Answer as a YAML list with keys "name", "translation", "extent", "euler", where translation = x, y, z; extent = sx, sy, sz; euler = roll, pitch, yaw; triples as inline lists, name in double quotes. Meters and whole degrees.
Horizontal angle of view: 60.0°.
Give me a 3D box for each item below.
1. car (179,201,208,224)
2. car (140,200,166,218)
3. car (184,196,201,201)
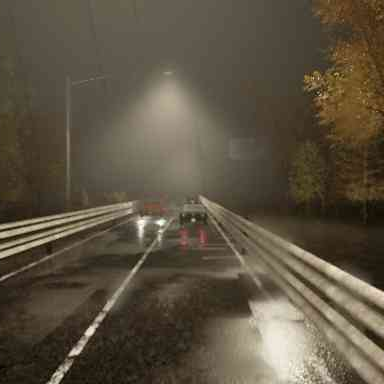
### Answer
- name: "car"
  translation: [0.090, 1.543, 23.930]
  extent: [1.895, 1.301, 4.718]
  euler: [0, 0, 0]
- name: "car"
  translation: [-3.362, 1.407, 29.214]
  extent: [1.882, 1.535, 5.008]
  euler: [0, 0, 0]
- name: "car"
  translation: [0.070, 1.255, 41.291]
  extent: [2.097, 1.767, 4.553]
  euler: [0, 0, 0]
